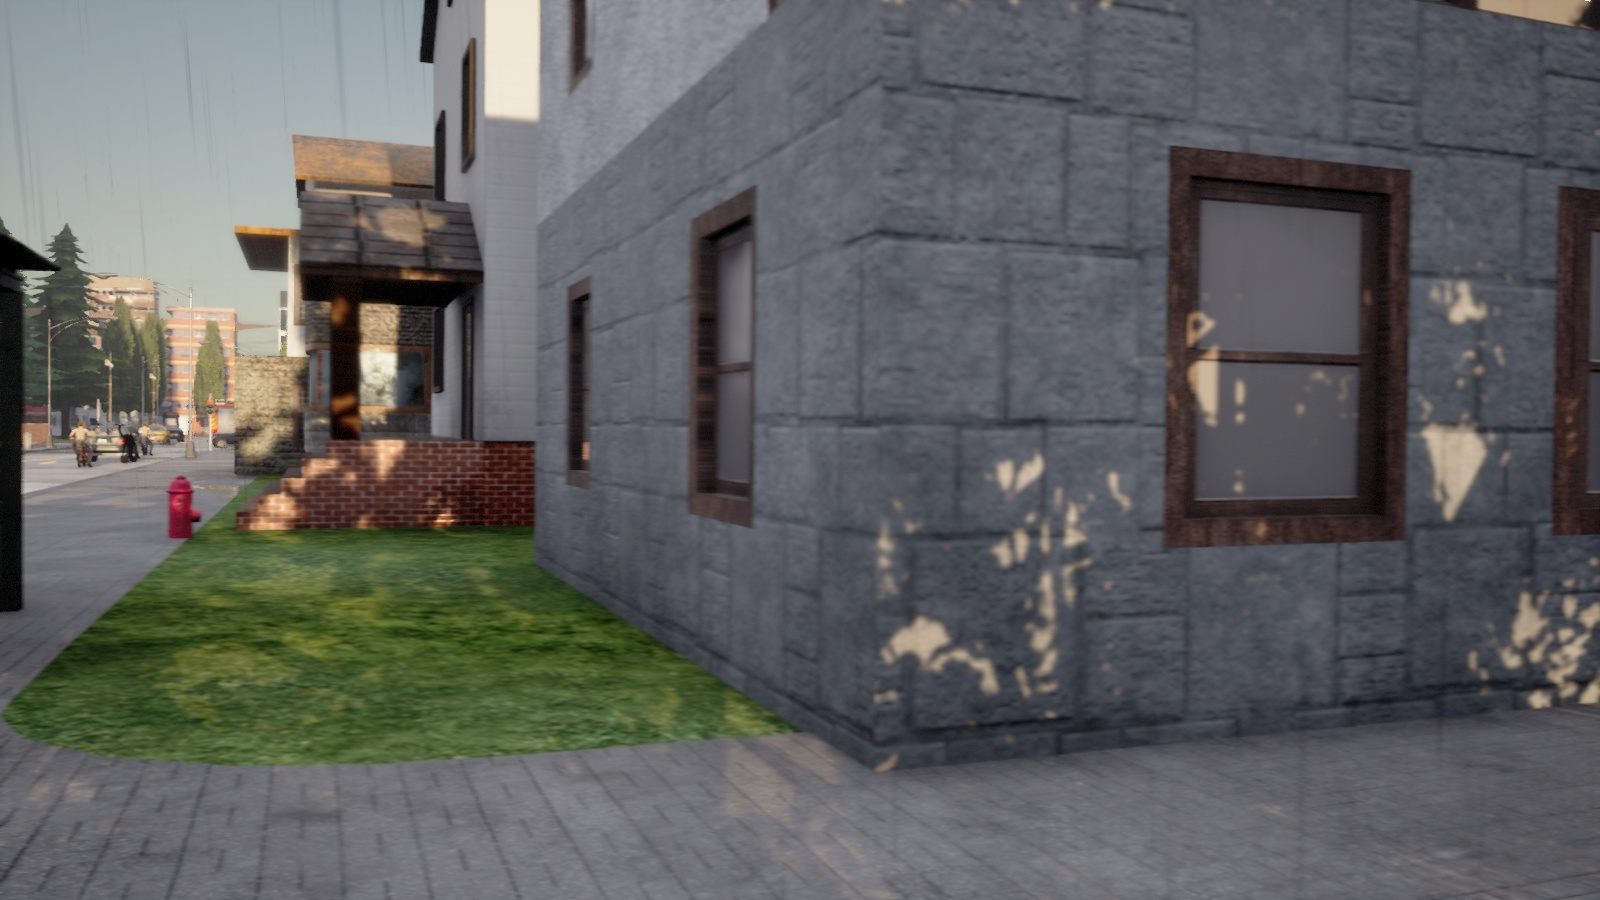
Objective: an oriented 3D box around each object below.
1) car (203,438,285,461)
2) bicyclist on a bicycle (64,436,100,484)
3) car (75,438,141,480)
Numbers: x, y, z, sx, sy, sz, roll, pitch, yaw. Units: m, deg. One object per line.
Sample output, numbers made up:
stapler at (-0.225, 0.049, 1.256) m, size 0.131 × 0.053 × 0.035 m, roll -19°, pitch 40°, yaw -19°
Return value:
car at (-36.229, -0.037, 81.845) m, size 4.674 × 1.442 × 1.812 m, roll -1°, pitch 1°, yaw -30°
bicyclist on a bicycle at (-24.939, 0.339, 43.648) m, size 0.866 × 1.612 × 1.509 m, roll -1°, pitch 1°, yaw -21°
car at (-27.176, 0.316, 49.415) m, size 1.789 × 1.549 × 3.705 m, roll -1°, pitch 1°, yaw -21°
